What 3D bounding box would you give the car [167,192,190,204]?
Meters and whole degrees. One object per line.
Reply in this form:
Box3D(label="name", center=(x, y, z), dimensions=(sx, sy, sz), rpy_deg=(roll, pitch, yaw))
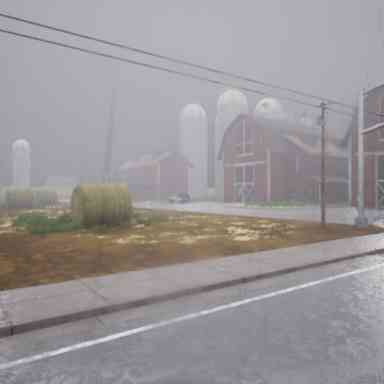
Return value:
Box3D(label="car", center=(-2.308, 1.059, 58.826), dimensions=(3.866, 1.878, 1.905), rpy_deg=(-2, 5, 11))
